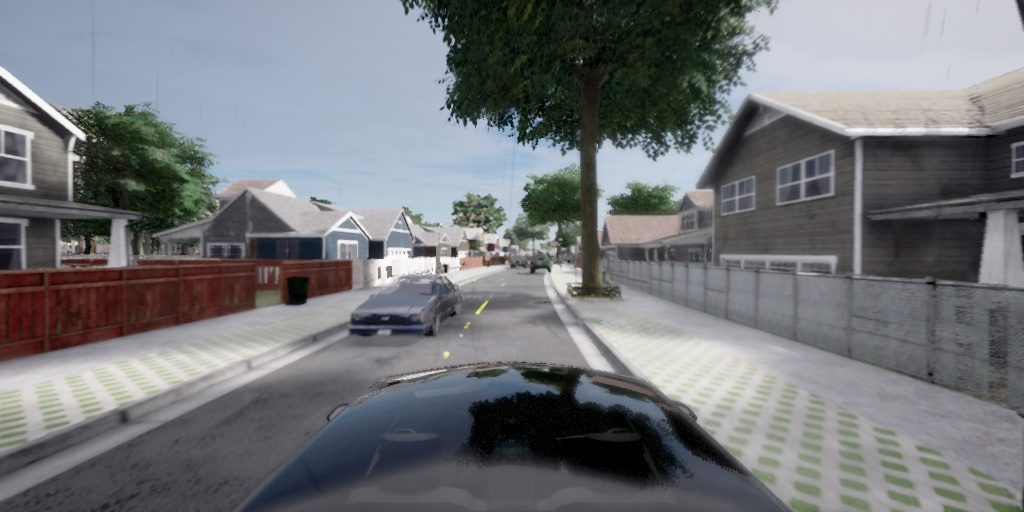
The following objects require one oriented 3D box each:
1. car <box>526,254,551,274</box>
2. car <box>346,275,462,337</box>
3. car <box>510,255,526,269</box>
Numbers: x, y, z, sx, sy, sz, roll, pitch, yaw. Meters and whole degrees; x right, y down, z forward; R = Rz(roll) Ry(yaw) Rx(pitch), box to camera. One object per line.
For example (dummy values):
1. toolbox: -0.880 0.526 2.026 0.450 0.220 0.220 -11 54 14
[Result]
1. car: 3.149 0.809 39.639 2.150 2.045 5.566 -5 -1 7
2. car: -2.698 1.264 10.435 2.033 1.411 5.357 0 0 2
3. car: 1.084 0.858 53.263 2.150 2.045 5.566 0 0 7
